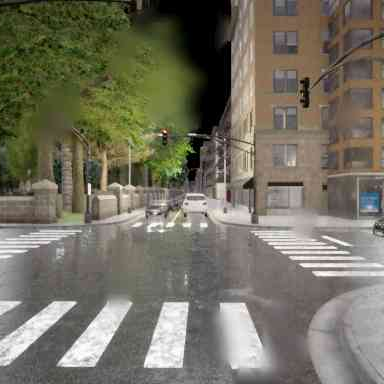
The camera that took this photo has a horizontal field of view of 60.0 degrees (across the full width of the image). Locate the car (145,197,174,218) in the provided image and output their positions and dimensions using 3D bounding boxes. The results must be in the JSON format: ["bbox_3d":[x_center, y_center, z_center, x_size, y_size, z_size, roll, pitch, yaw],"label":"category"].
[{"bbox_3d":[-3.026,1.472,29.714,2.128,1.511,4.902,0,0,0],"label":"car"}]

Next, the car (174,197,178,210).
[{"bbox_3d":[-3.019,1.563,39.797,1.895,1.301,4.718,0,0,0],"label":"car"}]

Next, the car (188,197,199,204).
[{"bbox_3d":[0.221,1.521,60.798,1.895,1.301,4.718,0,0,0],"label":"car"}]

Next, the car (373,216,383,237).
[{"bbox_3d":[10.999,1.366,15.485,4.553,1.767,2.097,0,0,0],"label":"car"}]

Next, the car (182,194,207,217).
[{"bbox_3d":[0.265,1.198,31.626,2.150,2.045,5.566,0,0,-1],"label":"car"}]
